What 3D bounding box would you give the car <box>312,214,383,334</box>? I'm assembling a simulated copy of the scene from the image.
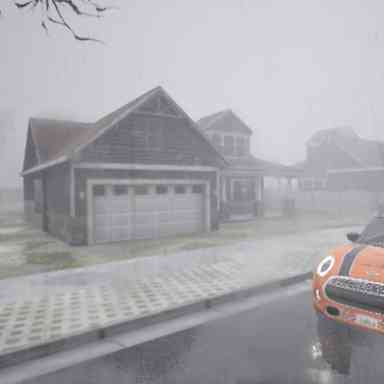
[{"bbox_3d":[4.151,1.163,6.133,4.553,1.767,2.097,-2,1,-41],"label":"car"}]
